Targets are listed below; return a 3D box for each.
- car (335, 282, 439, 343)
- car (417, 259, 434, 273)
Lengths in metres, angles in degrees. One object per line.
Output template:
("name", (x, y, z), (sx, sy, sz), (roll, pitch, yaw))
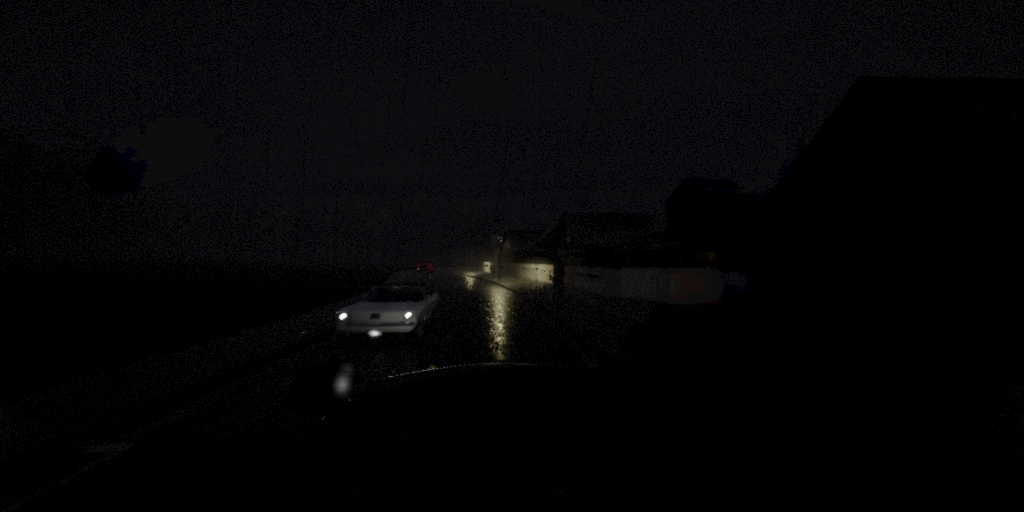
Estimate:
("car", (-3.283, 1.467, 10.310), (1.895, 1.301, 4.718), (0, -1, -5))
("car", (-12.710, 1.442, 52.811), (2.150, 2.045, 5.566), (0, -1, -11))
